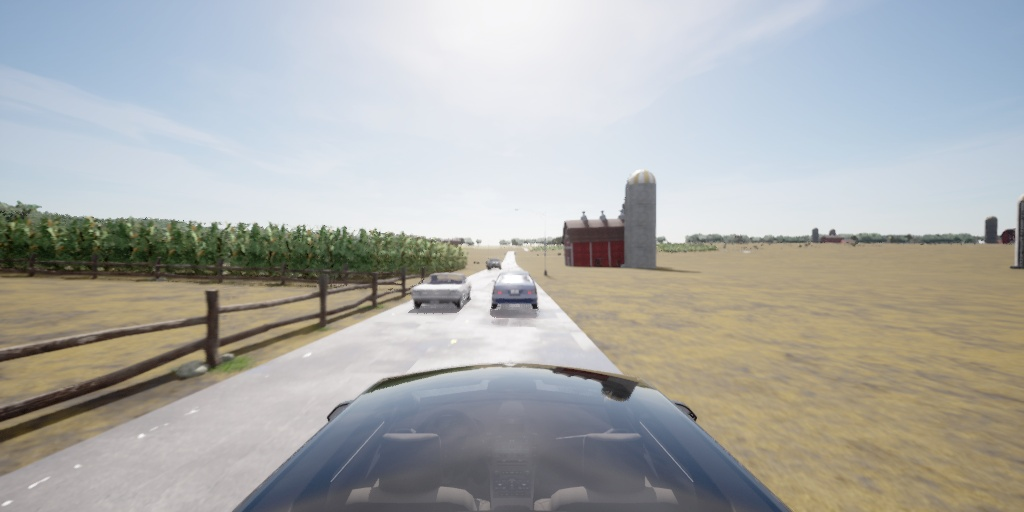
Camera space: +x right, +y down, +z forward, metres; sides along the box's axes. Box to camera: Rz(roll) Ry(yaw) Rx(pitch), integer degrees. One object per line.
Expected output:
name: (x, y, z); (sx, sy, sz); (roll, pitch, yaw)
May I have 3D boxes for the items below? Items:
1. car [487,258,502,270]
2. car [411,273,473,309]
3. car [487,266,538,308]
car: (-2.807, 1.316, 57.864); (2.150, 2.045, 5.566); (0, -1, 1)
car: (-2.848, 1.397, 15.430); (1.895, 1.301, 4.718); (0, 0, 0)
car: (0.099, 1.343, 15.335); (2.033, 1.411, 5.357); (0, 0, 0)
